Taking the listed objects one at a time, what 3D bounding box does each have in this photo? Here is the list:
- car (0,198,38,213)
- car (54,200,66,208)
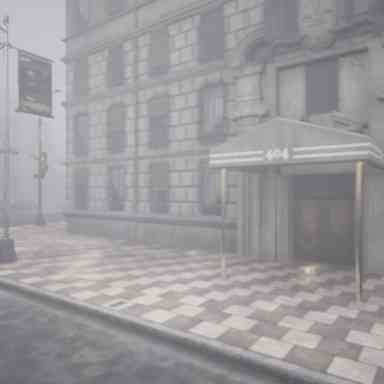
[{"bbox_3d":[-19.609,1.552,37.256,1.812,1.442,4.674,0,0,36],"label":"car"},{"bbox_3d":[-16.747,1.575,47.183,2.033,1.411,5.357,0,0,36],"label":"car"}]
